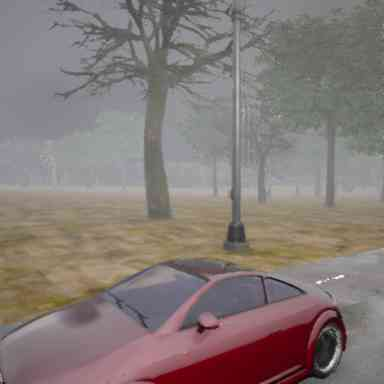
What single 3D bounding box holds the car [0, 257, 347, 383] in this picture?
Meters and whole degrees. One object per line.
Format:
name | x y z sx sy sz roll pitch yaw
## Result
car | -0.030 1.566 3.973 4.181 1.385 1.994 0 0 -36
